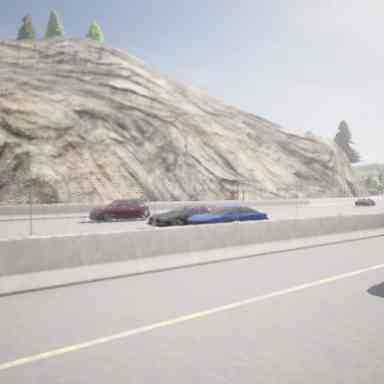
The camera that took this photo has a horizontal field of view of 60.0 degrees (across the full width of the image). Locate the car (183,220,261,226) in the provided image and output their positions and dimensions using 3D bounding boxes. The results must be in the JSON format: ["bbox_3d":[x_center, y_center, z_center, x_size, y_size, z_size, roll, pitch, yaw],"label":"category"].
[{"bbox_3d":[2.042,1.478,18.354,5.008,1.535,1.882,0,0,-36],"label":"car"}]

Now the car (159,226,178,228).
[{"bbox_3d":[-0.098,1.548,21.121,5.357,1.411,2.033,0,0,-36],"label":"car"}]
